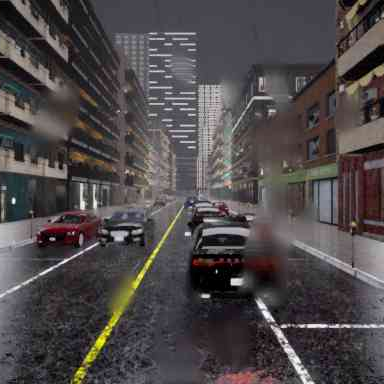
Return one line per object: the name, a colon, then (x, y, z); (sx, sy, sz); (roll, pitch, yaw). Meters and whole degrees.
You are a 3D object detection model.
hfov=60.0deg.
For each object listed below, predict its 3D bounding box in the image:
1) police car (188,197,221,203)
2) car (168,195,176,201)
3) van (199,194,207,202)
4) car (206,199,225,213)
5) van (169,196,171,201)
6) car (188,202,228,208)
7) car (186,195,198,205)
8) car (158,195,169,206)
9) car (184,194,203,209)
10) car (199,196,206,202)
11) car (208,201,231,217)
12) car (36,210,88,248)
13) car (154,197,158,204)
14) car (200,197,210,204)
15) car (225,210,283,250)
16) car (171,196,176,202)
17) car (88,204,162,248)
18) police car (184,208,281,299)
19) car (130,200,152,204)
police car: (0.839, 1.437, 24.621); (1.930, 1.638, 5.238); (0, 0, 0)
car: (-5.260, 1.652, 88.858); (1.887, 1.381, 4.507); (0, 0, 0)
van: (2.616, 1.424, 77.484); (1.690, 1.788, 3.998); (0, 0, 0)
car: (2.593, 1.567, 37.657); (1.887, 1.381, 4.507); (1, 0, 0)
van: (-5.273, 1.391, 60.409); (1.690, 1.788, 3.998); (1, 0, 0)
car: (0.835, 1.512, 18.511); (1.837, 1.490, 4.892); (0, 0, 0)
car: (0.033, 1.400, 59.536); (2.097, 1.767, 4.553); (0, 0, 0)
car: (-5.278, 1.586, 54.720); (1.887, 1.381, 4.507); (1, 0, 0)
car: (0.039, 1.382, 46.097); (2.097, 1.767, 4.553); (0, 0, 0)
car: (2.618, 1.620, 83.344); (1.752, 1.417, 4.829); (0, 0, 0)
car: (2.590, 1.599, 31.967); (1.802, 1.307, 4.206); (1, 0, 0)
car: (-5.299, 1.550, 14.890); (1.887, 1.381, 4.507); (1, 0, 0)
car: (-5.287, 1.547, 37.480); (1.752, 1.417, 4.829); (1, 0, 0)
car: (2.608, 1.641, 66.104); (1.802, 1.307, 4.206); (0, 0, 0)
car: (2.580, 1.587, 14.897); (1.802, 1.307, 4.206); (1, 0, 0)
car: (-5.266, 1.627, 77.479); (1.887, 1.381, 4.507); (0, 0, 0)
car: (-2.742, 1.496, 14.962); (2.128, 1.511, 4.902); (0, 0, 0)
police car: (0.830, 1.428, 8.620); (1.930, 1.638, 5.238); (0, 0, 0)
car: (-5.290, 1.568, 31.960); (2.008, 1.369, 4.403); (1, 0, 0)
